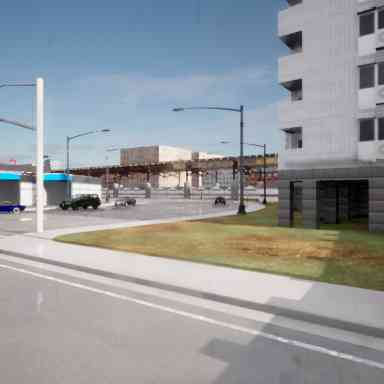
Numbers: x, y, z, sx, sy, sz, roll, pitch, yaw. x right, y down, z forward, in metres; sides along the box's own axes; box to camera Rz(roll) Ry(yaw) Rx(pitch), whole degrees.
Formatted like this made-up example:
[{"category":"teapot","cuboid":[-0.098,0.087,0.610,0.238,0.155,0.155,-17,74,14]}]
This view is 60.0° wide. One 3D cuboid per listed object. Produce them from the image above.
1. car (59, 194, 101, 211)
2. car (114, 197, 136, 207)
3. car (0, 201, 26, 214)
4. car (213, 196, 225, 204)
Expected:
[{"category":"car","cuboid":[-14.058,1.221,42.216,2.150,2.045,5.566,0,0,29]},{"category":"car","cuboid":[-10.295,1.492,51.630,2.128,1.511,4.902,0,0,14]},{"category":"car","cuboid":[-19.692,1.601,33.894,1.895,1.301,4.718,0,0,37]},{"category":"car","cuboid":[5.076,1.506,61.586,1.837,1.490,4.892,1,0,0]}]
